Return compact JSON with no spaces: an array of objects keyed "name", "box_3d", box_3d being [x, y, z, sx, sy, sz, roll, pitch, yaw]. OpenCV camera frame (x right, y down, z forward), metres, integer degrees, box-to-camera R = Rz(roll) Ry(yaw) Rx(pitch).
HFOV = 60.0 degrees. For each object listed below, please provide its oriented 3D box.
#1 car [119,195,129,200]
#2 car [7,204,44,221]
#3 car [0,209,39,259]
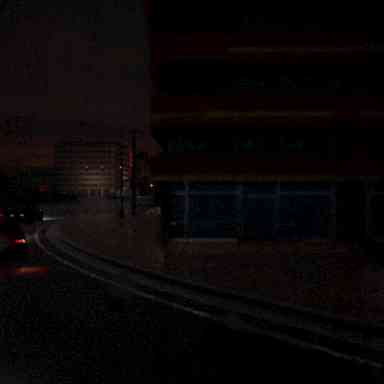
[{"name":"car","box_3d":[-19.129,1.516,93.755,1.812,1.442,4.674,0,0,1]},{"name":"car","box_3d":[-12.105,1.560,23.839,2.033,1.411,5.357,0,0,-12]},{"name":"car","box_3d":[-7.093,1.560,11.861,2.033,1.411,5.357,0,0,-33]}]
